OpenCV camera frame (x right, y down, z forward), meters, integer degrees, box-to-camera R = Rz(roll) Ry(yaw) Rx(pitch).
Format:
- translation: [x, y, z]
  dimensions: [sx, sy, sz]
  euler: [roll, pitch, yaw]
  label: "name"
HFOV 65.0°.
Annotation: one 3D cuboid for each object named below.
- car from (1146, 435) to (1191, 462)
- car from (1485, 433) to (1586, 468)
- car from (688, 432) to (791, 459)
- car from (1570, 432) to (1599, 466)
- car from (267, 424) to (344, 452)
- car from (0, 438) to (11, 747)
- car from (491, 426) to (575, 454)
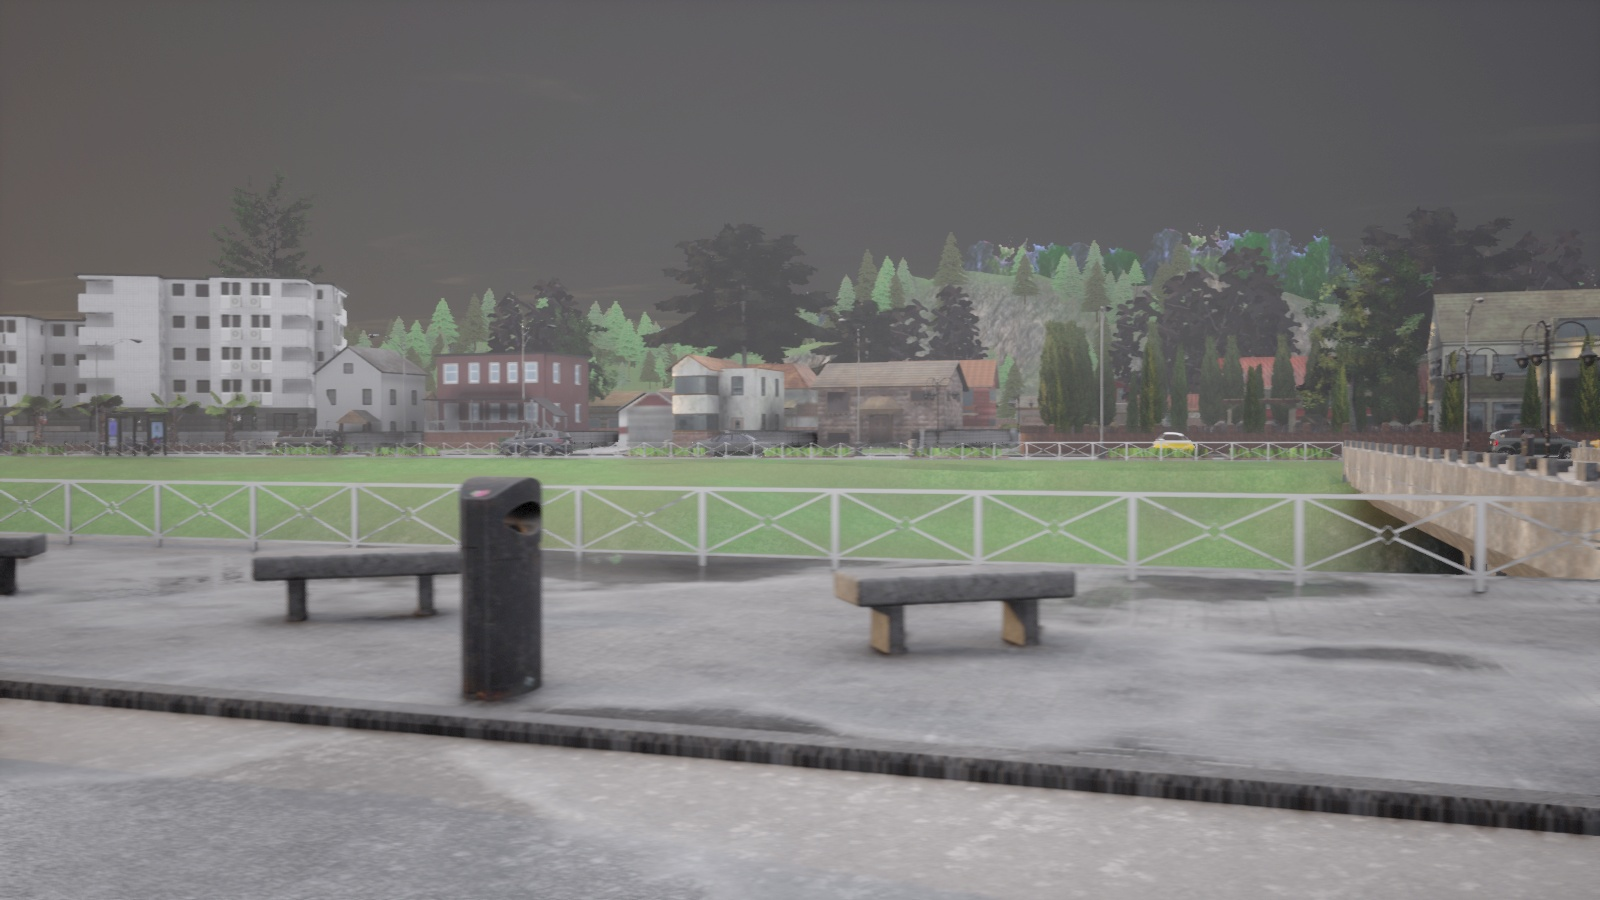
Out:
- translation: [19.503, -0.110, 66.455]
  dimensions: [2.207, 1.376, 1.481]
  euler: [1, 1, 19]
  label: "car"
- translation: [33.602, 0.011, 57.487]
  dimensions: [3.705, 1.549, 1.789]
  euler: [0, 1, 19]
  label: "car"
- translation: [-3.383, -0.259, 69.940]
  dimensions: [5.357, 1.411, 2.033]
  euler: [1, 1, 19]
  label: "car"
- translation: [39.874, -0.039, 59.595]
  dimensions: [5.366, 1.575, 1.801]
  euler: [1, 1, 19]
  label: "car"
- translation: [-33.157, -0.830, 84.181]
  dimensions: [4.605, 1.855, 1.932]
  euler: [1, 1, 19]
  label: "car"
- translation: [-5.916, 0.678, 5.708]
  dimensions: [3.806, 1.475, 1.970]
  euler: [1, 1, 19]
  label: "car"
- translation: [-16.704, -0.651, 78.642]
  dimensions: [4.611, 1.667, 2.242]
  euler: [1, 1, 19]
  label: "car"
